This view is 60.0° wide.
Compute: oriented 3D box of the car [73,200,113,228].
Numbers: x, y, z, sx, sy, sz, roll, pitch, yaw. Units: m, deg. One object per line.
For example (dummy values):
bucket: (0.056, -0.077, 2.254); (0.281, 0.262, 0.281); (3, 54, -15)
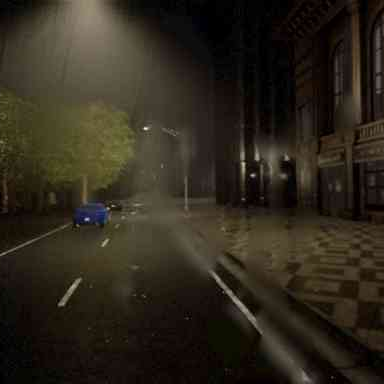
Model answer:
car: (-6.711, 1.509, 22.530); (1.882, 1.535, 5.008); (-1, 0, -9)

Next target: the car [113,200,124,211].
car: (-9.383, 1.587, 40.161); (1.994, 1.385, 4.181); (-1, 0, -9)
